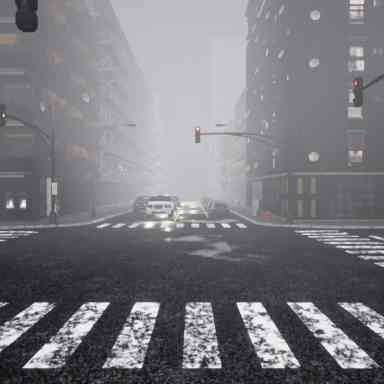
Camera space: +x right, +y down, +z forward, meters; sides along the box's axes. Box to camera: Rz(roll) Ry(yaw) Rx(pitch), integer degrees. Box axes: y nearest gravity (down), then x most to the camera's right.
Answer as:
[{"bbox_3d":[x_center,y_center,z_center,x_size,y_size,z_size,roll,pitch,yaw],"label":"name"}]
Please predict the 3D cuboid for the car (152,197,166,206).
[{"bbox_3d":[-5.241,1.563,53.605,1.802,1.307,4.206,-1,0,0],"label":"car"}]

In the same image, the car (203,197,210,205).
[{"bbox_3d":[2.612,1.539,36.921,2.008,1.369,4.403,-1,0,0],"label":"car"}]

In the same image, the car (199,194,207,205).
[{"bbox_3d":[2.647,1.523,59.078,1.887,1.381,4.507,-1,0,0],"label":"car"}]

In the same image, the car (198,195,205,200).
[{"bbox_3d":[2.700,1.539,92.313,1.802,1.307,4.206,-1,0,0],"label":"car"}]

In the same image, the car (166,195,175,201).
[{"bbox_3d":[-5.199,1.491,81.120,1.752,1.417,4.829,-1,0,0],"label":"car"}]

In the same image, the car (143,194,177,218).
[{"bbox_3d":[-2.808,1.212,30.382,2.150,2.045,5.566,0,0,0],"label":"car"}]

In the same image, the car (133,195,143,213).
[{"bbox_3d":[-5.271,1.303,36.993,2.192,1.841,5.009,-1,0,0],"label":"car"}]

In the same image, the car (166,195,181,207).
[{"bbox_3d":[-2.760,1.334,50.395,2.097,1.767,4.553,0,0,0],"label":"car"}]

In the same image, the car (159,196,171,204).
[{"bbox_3d":[-5.224,1.557,64.679,1.802,1.307,4.206,-1,0,0],"label":"car"}]

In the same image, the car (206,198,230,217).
[{"bbox_3d":[2.604,1.572,31.382,1.802,1.307,4.206,-1,0,0],"label":"car"}]

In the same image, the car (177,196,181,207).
[{"bbox_3d":[-2.785,1.478,40.332,2.128,1.511,4.902,0,0,0],"label":"car"}]

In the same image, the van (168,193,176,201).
[{"bbox_3d":[-5.192,1.302,86.828,1.690,1.788,3.998,-1,0,0],"label":"van"}]

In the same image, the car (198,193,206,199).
[{"bbox_3d":[2.674,1.551,75.696,1.802,1.307,4.206,-1,0,0],"label":"car"}]

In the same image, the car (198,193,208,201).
[{"bbox_3d":[2.679,1.280,81.235,2.192,1.841,5.009,-1,0,0],"label":"car"}]
